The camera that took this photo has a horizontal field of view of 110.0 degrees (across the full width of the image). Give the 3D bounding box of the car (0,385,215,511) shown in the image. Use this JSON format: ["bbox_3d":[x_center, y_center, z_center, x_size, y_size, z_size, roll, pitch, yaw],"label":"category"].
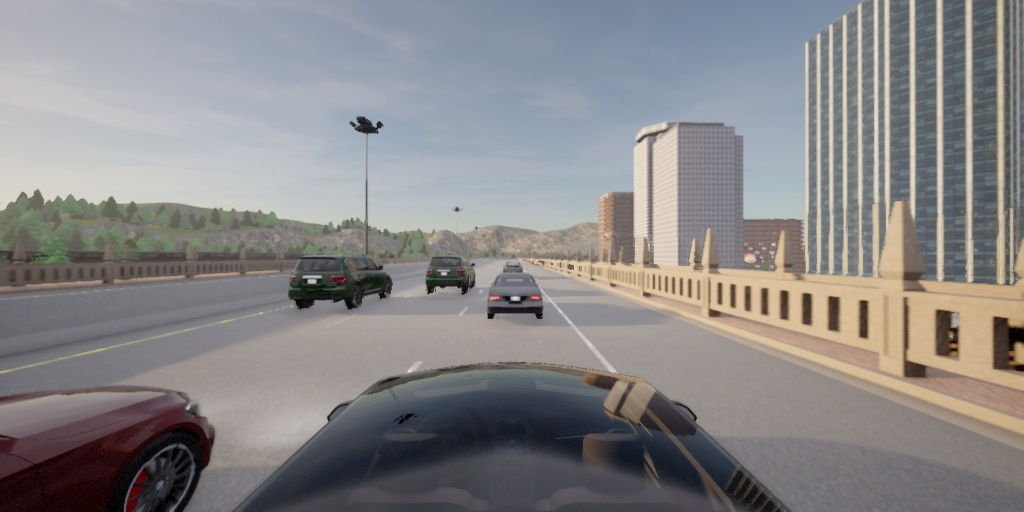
[{"bbox_3d":[-3.405,1.276,1.037,1.812,1.442,4.674,0,0,0],"label":"car"}]

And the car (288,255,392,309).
[{"bbox_3d":[-6.904,0.974,15.069,2.150,2.045,5.566,0,0,0],"label":"car"}]

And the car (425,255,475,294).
[{"bbox_3d":[-3.405,0.979,20.620,2.150,2.045,5.566,0,0,0],"label":"car"}]

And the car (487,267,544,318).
[{"bbox_3d":[0.096,1.298,13.017,2.033,1.411,5.357,0,0,0],"label":"car"}]

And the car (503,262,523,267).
[{"bbox_3d":[0.093,1.271,34.281,2.128,1.511,4.902,0,0,0],"label":"car"}]
